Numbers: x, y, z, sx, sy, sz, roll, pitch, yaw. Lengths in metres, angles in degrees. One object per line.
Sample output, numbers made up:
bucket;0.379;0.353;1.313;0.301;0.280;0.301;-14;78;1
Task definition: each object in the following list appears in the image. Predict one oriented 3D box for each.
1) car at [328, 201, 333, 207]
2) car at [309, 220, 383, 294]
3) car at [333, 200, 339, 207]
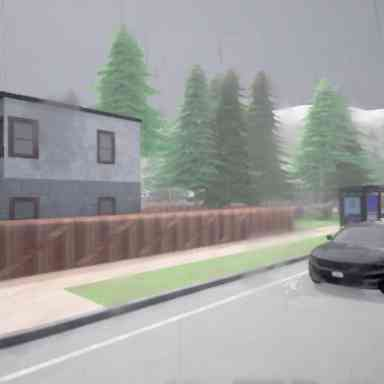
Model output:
car;27.032;2.054;64.525;1.905;1.878;3.866;-2;-2;44
car;5.053;1.595;9.267;5.008;1.535;1.882;0;-2;-45
car;29.108;1.991;63.055;1.932;1.855;4.605;-2;-2;44
